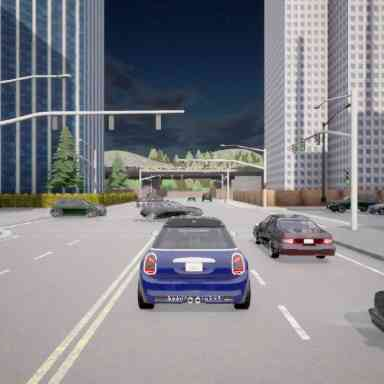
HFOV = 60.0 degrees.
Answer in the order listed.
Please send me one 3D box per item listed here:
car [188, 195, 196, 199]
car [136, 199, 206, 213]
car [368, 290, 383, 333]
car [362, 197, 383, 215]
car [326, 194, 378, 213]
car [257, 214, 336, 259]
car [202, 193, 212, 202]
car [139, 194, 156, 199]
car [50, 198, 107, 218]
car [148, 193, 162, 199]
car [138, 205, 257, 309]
[{"bbox_3d":[-0.065,1.501,77.708,1.812,1.442,4.674,0,0,0],"label":"car"},{"bbox_3d":[-1.579,1.492,25.759,4.902,1.511,2.128,0,0,-1],"label":"car"},{"bbox_3d":[3.599,1.547,2.580,2.033,1.411,5.357,0,0,0],"label":"car"},{"bbox_3d":[19.992,1.526,33.099,4.674,1.442,1.812,0,0,0],"label":"car"},{"bbox_3d":[17.813,1.221,36.631,5.566,2.045,2.150,0,0,0],"label":"car"},{"bbox_3d":[3.599,1.547,12.648,2.033,1.411,5.357,0,0,1],"label":"car"},{"bbox_3d":[3.435,1.202,77.740,2.150,2.045,5.566,0,0,0],"label":"car"},{"bbox_3d":[-7.137,1.491,49.786,2.128,1.511,4.902,0,0,0],"label":"car"},{"bbox_3d":[-9.844,1.351,29.128,4.553,1.767,2.097,0,0,-1],"label":"car"},{"bbox_3d":[-7.122,1.221,59.653,2.150,2.045,5.566,0,0,0],"label":"car"},{"bbox_3d":[0.053,1.352,8.018,2.097,1.767,4.553,0,0,0],"label":"car"}]
